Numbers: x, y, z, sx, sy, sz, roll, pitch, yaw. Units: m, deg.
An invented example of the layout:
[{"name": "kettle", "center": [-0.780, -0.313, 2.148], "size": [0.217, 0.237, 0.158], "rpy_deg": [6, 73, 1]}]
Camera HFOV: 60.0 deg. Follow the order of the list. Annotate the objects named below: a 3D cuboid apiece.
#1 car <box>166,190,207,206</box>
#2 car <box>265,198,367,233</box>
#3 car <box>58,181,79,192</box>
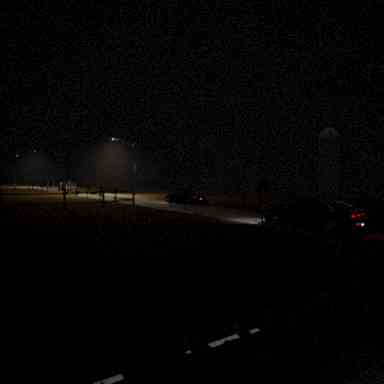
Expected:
[{"name": "car", "center": [-0.532, 0.502, 30.418], "size": [1.994, 1.385, 4.181], "rpy_deg": [1, 2, -42]}, {"name": "car", "center": [5.909, 1.058, 16.428], "size": [1.837, 1.490, 4.892], "rpy_deg": [-7, 7, -42]}, {"name": "car", "center": [-18.549, -0.897, 50.090], "size": [2.097, 1.767, 4.553], "rpy_deg": [1, 2, -36]}]
